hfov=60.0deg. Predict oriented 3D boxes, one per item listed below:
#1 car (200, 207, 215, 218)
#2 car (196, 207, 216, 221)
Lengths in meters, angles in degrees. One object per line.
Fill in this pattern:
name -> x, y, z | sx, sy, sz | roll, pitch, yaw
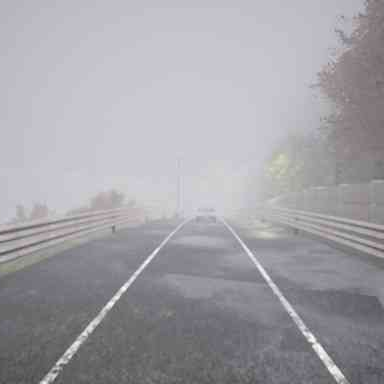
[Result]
car -> 2.256, 2.933, 47.587 | 1.837, 1.490, 4.892 | 0, -3, 5
car -> 1.350, 2.125, 32.039 | 1.895, 1.301, 4.718 | 0, -2, 3
